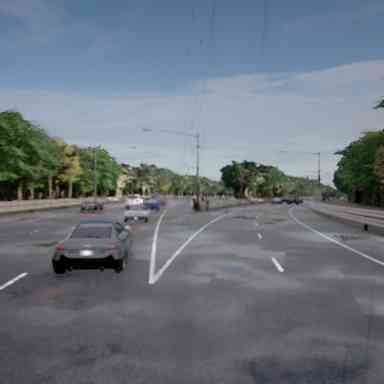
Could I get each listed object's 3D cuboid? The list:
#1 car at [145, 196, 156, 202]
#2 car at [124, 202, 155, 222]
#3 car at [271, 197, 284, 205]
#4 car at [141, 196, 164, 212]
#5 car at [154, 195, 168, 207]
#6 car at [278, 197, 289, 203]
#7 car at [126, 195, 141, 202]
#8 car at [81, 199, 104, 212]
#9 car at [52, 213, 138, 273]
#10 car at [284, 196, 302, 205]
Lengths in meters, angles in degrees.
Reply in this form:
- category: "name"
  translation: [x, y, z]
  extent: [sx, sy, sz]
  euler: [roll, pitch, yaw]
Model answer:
- category: "car"
  translation: [-11.073, 1.902, 89.104]
  extent: [1.882, 1.535, 5.008]
  euler: [0, 0, 5]
- category: "car"
  translation: [-4.396, 1.733, 27.468]
  extent: [1.895, 1.301, 4.718]
  euler: [1, 0, -4]
- category: "car"
  translation: [18.956, 2.119, 74.508]
  extent: [1.812, 1.442, 4.674]
  euler: [0, 0, 24]
- category: "car"
  translation: [-5.098, 1.699, 43.079]
  extent: [1.882, 1.535, 5.008]
  euler: [0, 0, -2]
- category: "car"
  translation: [-5.290, 1.802, 57.006]
  extent: [1.837, 1.490, 4.892]
  euler: [0, 0, 0]
- category: "car"
  translation: [23.035, 2.040, 83.631]
  extent: [1.837, 1.490, 4.892]
  euler: [0, 0, 24]
- category: "car"
  translation: [-8.733, 1.454, 51.049]
  extent: [2.150, 2.045, 5.566]
  euler: [0, 0, 0]
- category: "car"
  translation: [-11.940, 1.631, 40.124]
  extent: [2.128, 1.511, 4.902]
  euler: [0, 0, -2]
- category: "car"
  translation: [-3.002, 1.603, 10.838]
  extent: [1.994, 1.385, 4.181]
  euler: [0, 0, -6]
- category: "car"
  translation: [22.329, 1.836, 73.476]
  extent: [2.150, 2.045, 5.566]
  euler: [0, 0, 24]
